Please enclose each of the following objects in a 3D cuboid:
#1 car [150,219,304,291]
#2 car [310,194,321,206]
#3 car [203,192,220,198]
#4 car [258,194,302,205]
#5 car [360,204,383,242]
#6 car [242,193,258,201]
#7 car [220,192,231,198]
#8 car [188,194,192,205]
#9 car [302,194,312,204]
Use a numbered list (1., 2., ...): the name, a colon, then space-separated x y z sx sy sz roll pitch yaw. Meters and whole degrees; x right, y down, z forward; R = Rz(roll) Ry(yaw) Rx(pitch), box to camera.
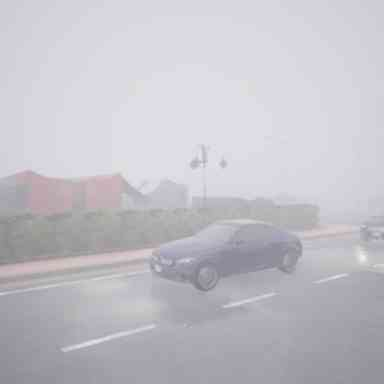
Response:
1. car: 1.120 1.512 9.078 4.674 1.442 1.812 0 0 -35
2. car: 15.848 1.359 46.245 1.970 1.475 3.806 0 0 -35
3. car: 4.052 1.099 77.763 1.905 1.878 3.866 0 0 -35
4. car: 11.312 1.130 42.996 1.932 1.855 4.605 0 0 -35
5. car: 9.504 1.455 14.978 4.902 1.511 2.128 0 0 -35
6. car: 11.883 1.345 61.917 1.970 1.475 3.806 0 0 -35
7. car: 6.451 1.090 79.383 1.932 1.855 4.605 0 0 -35
8. car: -1.890 1.142 52.126 1.932 1.855 4.605 0 0 -35
9. car: 13.479 1.334 44.581 1.784 1.438 3.905 0 0 -35
